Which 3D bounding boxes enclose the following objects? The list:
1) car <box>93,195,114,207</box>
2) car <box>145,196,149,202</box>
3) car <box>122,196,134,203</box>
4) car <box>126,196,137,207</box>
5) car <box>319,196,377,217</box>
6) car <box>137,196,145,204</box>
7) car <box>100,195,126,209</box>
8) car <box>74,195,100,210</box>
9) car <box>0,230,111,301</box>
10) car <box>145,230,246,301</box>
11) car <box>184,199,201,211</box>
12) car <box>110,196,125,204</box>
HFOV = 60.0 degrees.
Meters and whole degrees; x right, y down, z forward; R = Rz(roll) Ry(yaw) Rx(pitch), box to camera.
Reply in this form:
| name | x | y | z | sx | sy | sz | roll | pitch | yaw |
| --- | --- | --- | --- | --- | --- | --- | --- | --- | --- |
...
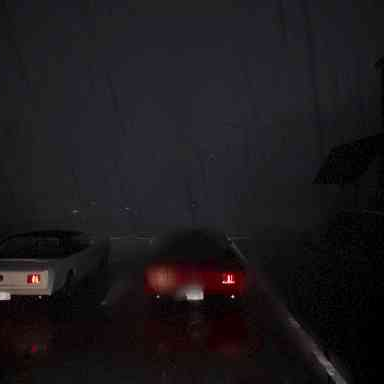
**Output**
| name | x | y | z | sx | sy | sz | roll | pitch | yaw |
| --- | --- | --- | --- | --- | --- | --- | --- | --- | --- |
| car | -14.111 | 1.352 | 53.221 | 2.097 | 1.767 | 4.553 | 0 | 0 | 1 |
| car | -10.534 | 1.536 | 72.994 | 2.033 | 1.411 | 5.357 | 0 | 0 | 0 |
| car | -14.034 | 1.519 | 73.025 | 1.812 | 1.442 | 4.674 | 0 | 0 | 0 |
| car | -10.615 | 1.352 | 52.671 | 2.097 | 1.767 | 4.553 | 0 | 0 | 0 |
| car | 13.357 | 1.147 | 28.458 | 5.008 | 1.535 | 1.882 | -12 | 0 | -1 |
| car | -10.577 | 1.564 | 62.601 | 1.994 | 1.385 | 4.181 | 0 | 0 | 1 |
| car | -10.616 | 1.526 | 44.947 | 1.812 | 1.442 | 4.674 | 0 | 0 | 0 |
| car | -14.119 | 1.492 | 44.168 | 2.128 | 1.511 | 4.902 | 0 | 0 | 0 |
| car | -3.427 | 1.601 | 8.261 | 1.895 | 1.301 | 4.718 | 0 | 0 | 0 |
| car | 0.074 | 1.601 | 8.280 | 1.895 | 1.301 | 4.718 | 0 | 0 | 0 |
| car | 0.067 | 1.563 | 40.758 | 1.994 | 1.385 | 4.181 | 0 | 0 | 0 |
| car | -14.080 | 1.564 | 63.103 | 1.994 | 1.385 | 4.181 | 0 | 0 | 0 |
